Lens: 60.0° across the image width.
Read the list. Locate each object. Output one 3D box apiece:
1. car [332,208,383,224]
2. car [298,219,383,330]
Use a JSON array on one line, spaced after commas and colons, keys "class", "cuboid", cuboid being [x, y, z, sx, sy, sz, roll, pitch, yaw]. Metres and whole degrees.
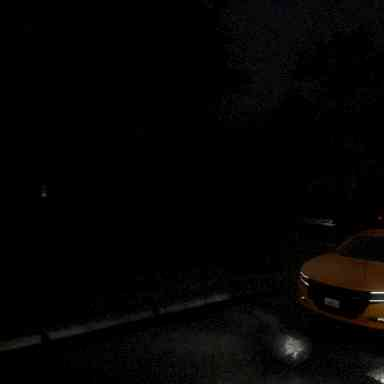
[{"class": "car", "cuboid": [11.885, 1.809, 23.179, 1.994, 1.385, 4.181, 1, 0, -21]}, {"class": "car", "cuboid": [4.214, 1.552, 7.000, 5.008, 1.535, 1.882, 1, 0, -39]}]
